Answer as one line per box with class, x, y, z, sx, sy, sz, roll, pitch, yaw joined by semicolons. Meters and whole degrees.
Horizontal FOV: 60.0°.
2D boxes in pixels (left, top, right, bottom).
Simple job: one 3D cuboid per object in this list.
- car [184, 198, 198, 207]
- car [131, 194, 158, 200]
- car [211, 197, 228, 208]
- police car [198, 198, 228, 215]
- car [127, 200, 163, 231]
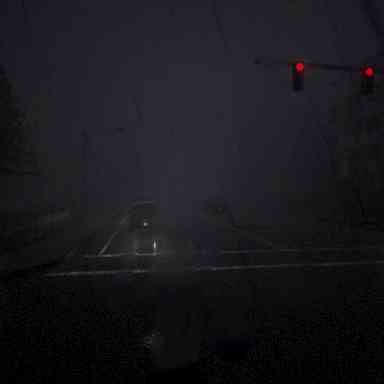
car;-0.112;1.547;50.752;2.033;1.411;5.357;0;0;-8
car;-4.386;1.222;30.749;2.150;2.045;5.566;0;0;-8
car;4.037;1.547;50.358;2.033;1.411;5.357;0;0;-1
police car;2.285;1.425;34.077;1.930;1.638;5.238;0;0;-8
car;-2.899;1.491;20.594;2.128;1.511;4.902;0;0;-8
